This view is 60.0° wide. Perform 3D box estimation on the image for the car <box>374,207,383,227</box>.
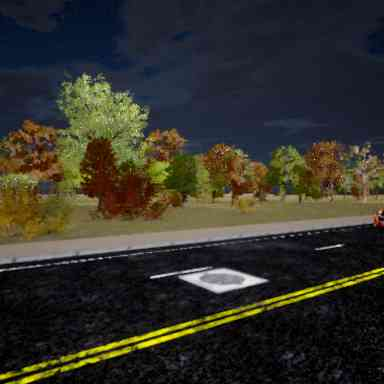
[{"bbox_3d":[13.759,1.374,21.580,4.553,1.767,2.097,0,0,-36],"label":"car"}]
